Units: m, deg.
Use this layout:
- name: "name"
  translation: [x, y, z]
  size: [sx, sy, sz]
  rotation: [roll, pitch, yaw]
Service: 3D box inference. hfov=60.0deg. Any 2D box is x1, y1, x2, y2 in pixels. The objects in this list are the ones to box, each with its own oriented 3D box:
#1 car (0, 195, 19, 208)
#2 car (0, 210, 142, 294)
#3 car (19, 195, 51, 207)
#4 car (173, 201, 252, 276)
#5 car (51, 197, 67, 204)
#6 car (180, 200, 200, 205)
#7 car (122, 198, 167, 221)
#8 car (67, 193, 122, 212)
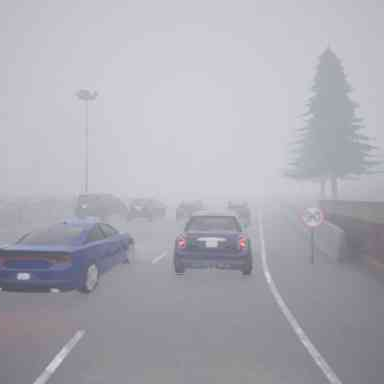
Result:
- name: "car"
  translation: [-21.836, 1.220, 42.633]
  size: [1.837, 1.490, 4.892]
  rotation: [0, 1, 11]
- name: "car"
  translation: [-3.001, 1.482, 8.919]
  size: [1.882, 1.535, 5.008]
  rotation: [0, 0, 6]
- name: "car"
  translation: [-18.511, 1.271, 41.435]
  size: [2.033, 1.411, 5.357]
  rotation: [0, 1, 11]
- name: "car"
  translation: [0.787, 1.353, 10.621]
  size: [2.097, 1.767, 4.553]
  rotation: [0, 0, 8]
- name: "car"
  translation: [-14.904, 1.200, 41.619]
  size: [2.128, 1.511, 4.902]
  rotation: [0, 1, 11]
- name: "car"
  translation: [0.057, 1.373, 25.995]
  size: [2.128, 1.511, 4.902]
  rotation: [0, 1, 11]
- name: "car"
  translation: [-3.463, 1.240, 26.230]
  size: [2.097, 1.767, 4.553]
  rotation: [0, 1, 11]
- name: "car"
  translation: [-7.058, 1.120, 26.092]
  size: [2.150, 2.045, 5.566]
  rotation: [0, 1, 11]
